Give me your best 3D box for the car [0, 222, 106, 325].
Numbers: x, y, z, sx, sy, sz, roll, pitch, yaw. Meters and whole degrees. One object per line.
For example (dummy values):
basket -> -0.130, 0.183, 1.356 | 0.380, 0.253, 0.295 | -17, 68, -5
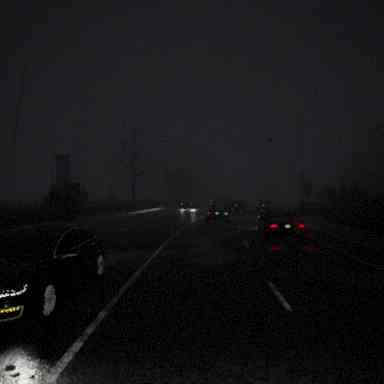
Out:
car -> -3.356, 1.507, 7.377 | 1.837, 1.490, 4.892 | 0, 0, 3

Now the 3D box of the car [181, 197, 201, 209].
car -> -0.128, 1.543, 47.525 | 1.837, 1.490, 4.892 | 0, 0, 17

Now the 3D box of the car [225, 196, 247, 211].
car -> 5.914, 1.617, 42.597 | 1.994, 1.385, 4.181 | 0, 0, 15

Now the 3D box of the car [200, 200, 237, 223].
car -> 2.195, 1.577, 26.163 | 2.033, 1.411, 5.357 | 0, 0, 9

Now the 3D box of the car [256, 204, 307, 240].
car -> 4.521, 1.573, 17.269 | 2.033, 1.411, 5.357 | 0, 0, 6

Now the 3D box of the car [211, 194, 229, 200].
car -> 4.332, 1.277, 50.051 | 2.150, 2.045, 5.566 | 0, 0, 19

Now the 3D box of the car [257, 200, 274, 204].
car -> 8.742, 1.607, 39.972 | 2.033, 1.411, 5.357 | 0, 0, 15
